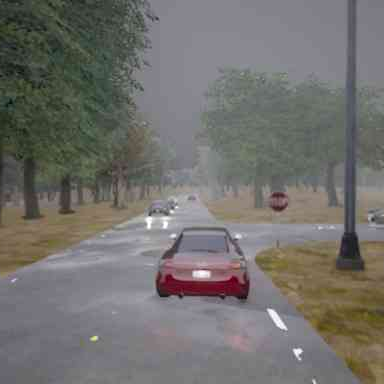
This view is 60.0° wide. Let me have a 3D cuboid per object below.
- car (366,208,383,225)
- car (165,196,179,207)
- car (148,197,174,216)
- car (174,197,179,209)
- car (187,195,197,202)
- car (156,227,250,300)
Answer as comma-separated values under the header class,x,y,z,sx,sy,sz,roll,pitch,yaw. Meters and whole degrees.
class,x,y,z,sx,sy,sz,roll,pitch,yaw
car,13.203,1.321,20.109,4.902,1.511,2.128,-1,1,2
car,-3.105,1.468,52.665,1.812,1.442,4.674,0,0,0
car,-3.106,1.494,32.529,1.837,1.490,4.892,1,0,0
car,-3.104,1.524,42.371,2.033,1.411,5.357,0,0,0
car,-0.026,1.336,73.181,1.837,1.490,4.892,0,0,0
car,0.334,1.571,8.480,1.994,1.385,4.181,0,0,4
